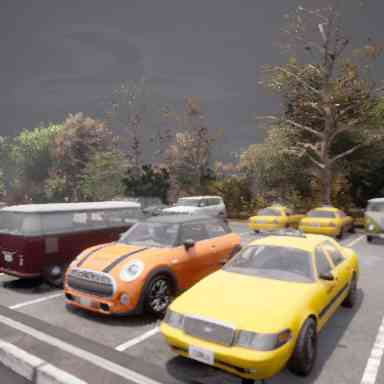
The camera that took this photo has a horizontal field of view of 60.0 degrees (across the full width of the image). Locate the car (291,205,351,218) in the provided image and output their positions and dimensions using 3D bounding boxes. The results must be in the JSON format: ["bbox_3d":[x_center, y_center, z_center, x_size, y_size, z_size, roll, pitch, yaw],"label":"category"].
[{"bbox_3d":[7.174,1.490,17.483,1.946,1.575,5.366,0,0,35],"label":"car"}]

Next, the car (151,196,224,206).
[{"bbox_3d":[0.202,1.315,22.138,2.435,2.045,5.566,-1,-1,35],"label":"car"}]

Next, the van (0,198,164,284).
[{"bbox_3d":[-3.049,1.293,9.596,1.878,1.987,4.442,-1,0,35],"label":"van"}]

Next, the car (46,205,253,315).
[{"bbox_3d":[-0.615,1.368,7.776,2.185,1.767,4.553,0,0,35],"label":"car"}]

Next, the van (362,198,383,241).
[{"bbox_3d":[9.283,1.256,15.627,1.878,1.987,4.442,0,0,35],"label":"van"}]

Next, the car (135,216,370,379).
[{"bbox_3d":[1.646,1.480,5.918,1.946,1.575,5.366,0,0,35],"label":"car"}]

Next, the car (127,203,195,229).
[{"bbox_3d":[-2.072,1.611,23.753,2.231,1.521,4.892,-1,-1,35],"label":"car"}]

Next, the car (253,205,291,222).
[{"bbox_3d":[5.000,1.507,19.017,1.946,1.575,5.366,-1,0,35],"label":"car"}]
